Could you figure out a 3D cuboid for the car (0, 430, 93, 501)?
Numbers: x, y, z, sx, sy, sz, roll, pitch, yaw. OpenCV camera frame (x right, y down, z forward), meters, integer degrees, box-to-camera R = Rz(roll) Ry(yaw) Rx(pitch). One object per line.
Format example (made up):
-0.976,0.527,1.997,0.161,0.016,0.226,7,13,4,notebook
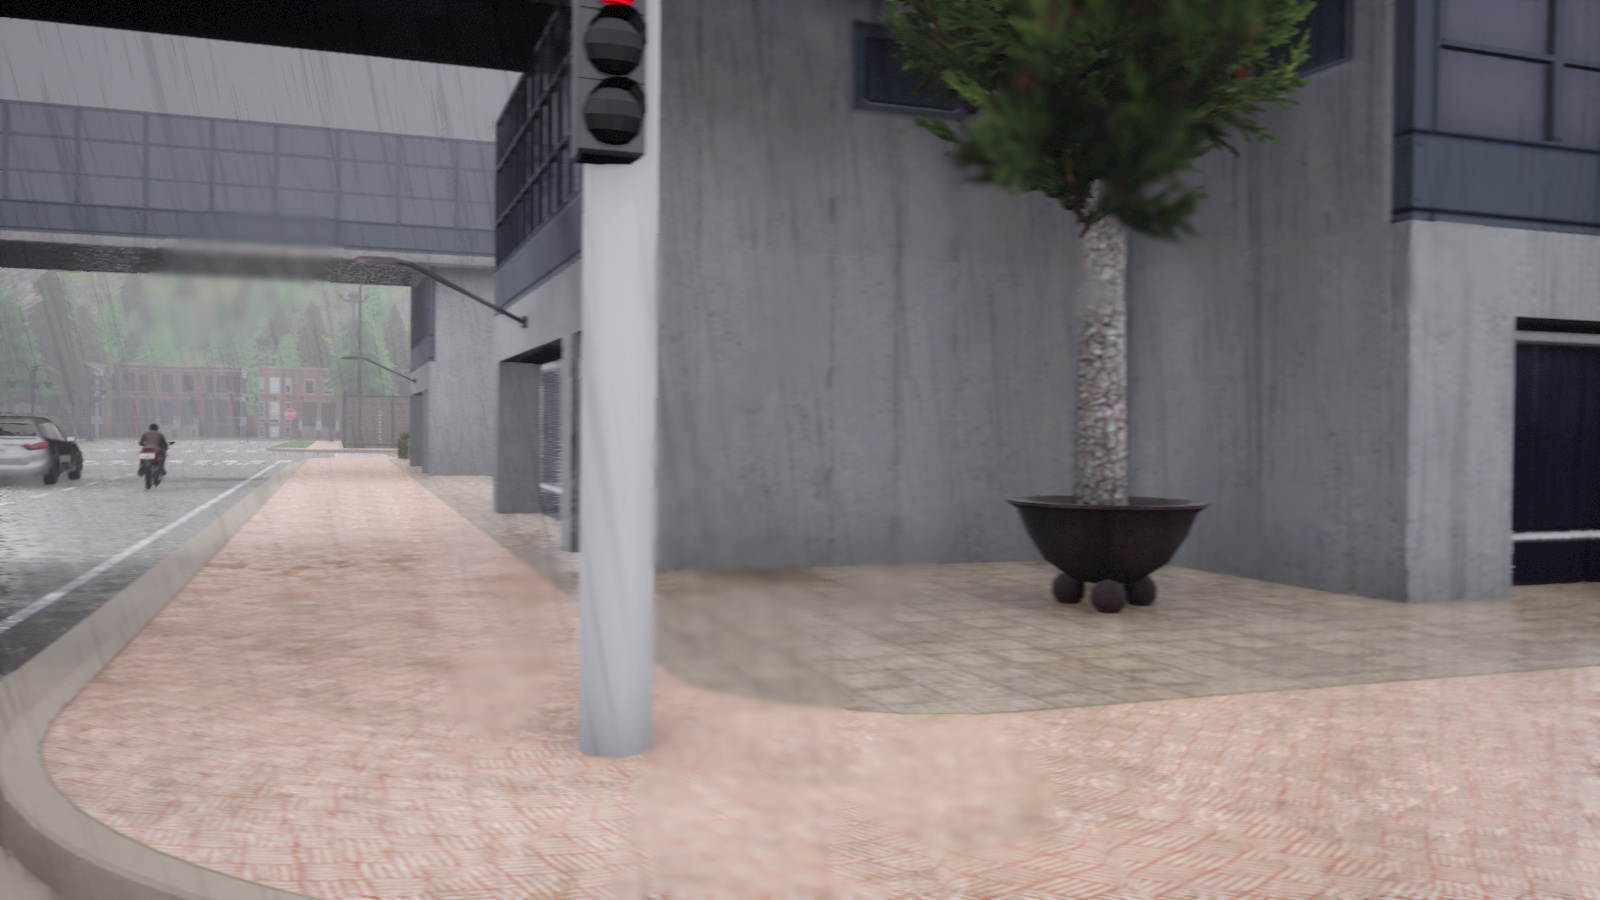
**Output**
-19.711,0.337,31.955,2.242,1.667,4.611,-1,1,-20,car

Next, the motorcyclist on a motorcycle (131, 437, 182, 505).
-15.081,0.464,29.488,0.797,1.523,2.044,-1,1,-20,motorcyclist on a motorcycle
